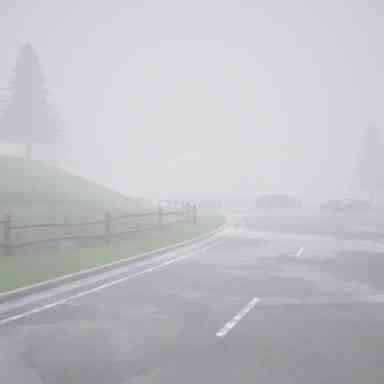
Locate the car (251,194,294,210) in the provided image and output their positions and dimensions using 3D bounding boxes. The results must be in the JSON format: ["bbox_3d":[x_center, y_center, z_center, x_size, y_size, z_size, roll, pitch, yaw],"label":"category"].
[{"bbox_3d":[10.410,1.221,43.499,2.150,2.045,5.566,0,0,-21],"label":"car"}]

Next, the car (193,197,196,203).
[{"bbox_3d":[1.365,1.492,59.035,2.128,1.511,4.902,0,0,-41],"label":"car"}]

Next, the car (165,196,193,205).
[{"bbox_3d":[-2.688,1.478,58.464,1.882,1.535,5.008,0,0,-42],"label":"car"}]

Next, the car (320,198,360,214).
[{"bbox_3d":[15.690,1.526,36.099,1.812,1.442,4.674,0,0,-8],"label":"car"}]

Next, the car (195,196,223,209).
[{"bbox_3d":[2.532,1.526,44.225,1.812,1.442,4.674,0,0,-23],"label":"car"}]

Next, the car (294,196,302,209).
[{"bbox_3d":[13.122,1.352,46.134,2.097,1.767,4.553,0,0,-20],"label":"car"}]

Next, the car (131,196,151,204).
[{"bbox_3d":[-9.338,1.492,60.627,2.128,1.511,4.902,0,0,-43],"label":"car"}]

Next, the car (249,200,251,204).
[{"bbox_3d":[12.109,1.547,56.599,2.033,1.411,5.357,0,0,-33],"label":"car"}]

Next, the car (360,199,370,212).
[{"bbox_3d":[18.711,1.505,39.171,1.837,1.490,4.892,0,0,-9],"label":"car"}]
